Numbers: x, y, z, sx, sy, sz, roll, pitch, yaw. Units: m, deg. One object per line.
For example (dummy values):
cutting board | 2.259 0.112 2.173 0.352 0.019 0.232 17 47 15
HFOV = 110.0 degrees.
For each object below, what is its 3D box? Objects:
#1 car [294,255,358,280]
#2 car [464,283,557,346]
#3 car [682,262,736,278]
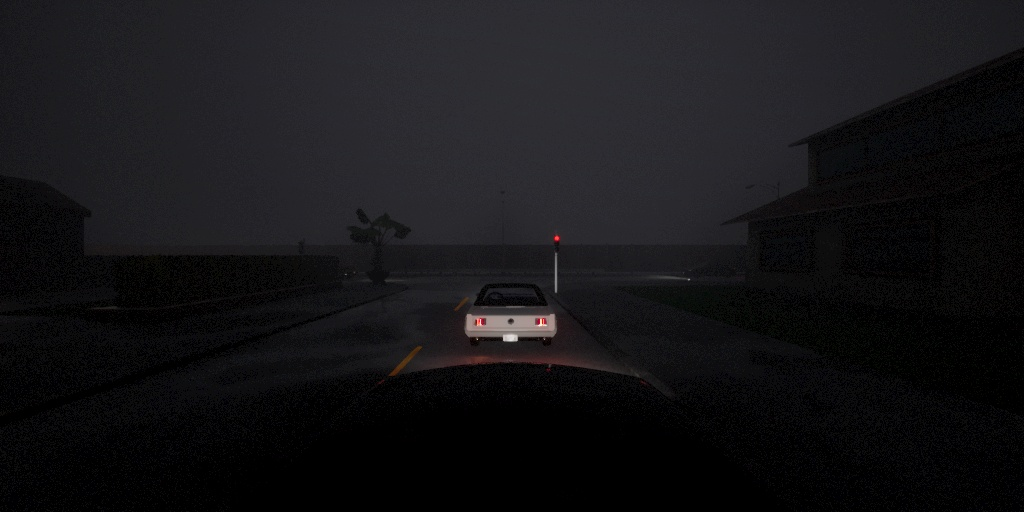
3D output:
car | -15.431 0.971 28.766 5.566 2.045 2.150 0 0 -1
car | -0.026 1.351 9.400 1.895 1.301 4.718 0 0 0
car | 18.248 1.276 33.291 4.674 1.442 1.812 0 0 -1
